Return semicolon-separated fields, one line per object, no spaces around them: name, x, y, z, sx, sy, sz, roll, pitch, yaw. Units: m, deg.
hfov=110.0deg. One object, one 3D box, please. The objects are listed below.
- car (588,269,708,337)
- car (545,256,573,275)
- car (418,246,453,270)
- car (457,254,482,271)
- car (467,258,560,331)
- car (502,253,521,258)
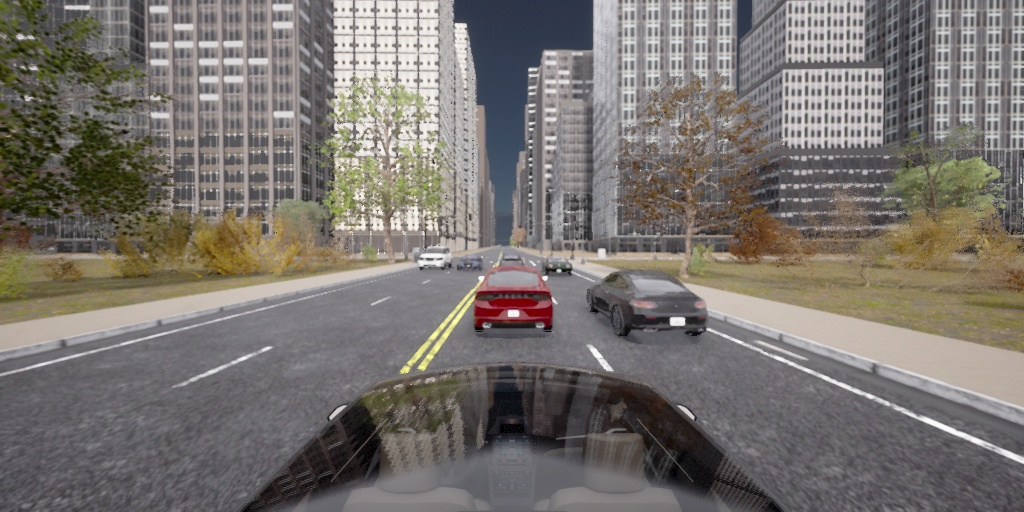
car;3.282;1.067;9.417;1.812;1.442;4.674;0;2;0
car;3.219;0.672;26.693;1.895;1.301;4.718;0;2;0
car;-6.720;0.150;32.015;2.150;2.045;5.566;0;2;0
car;-3.466;0.535;30.457;1.994;1.385;4.181;0;2;0
car;0.034;1.001;10.140;1.882;1.535;5.008;0;2;0
car;-0.034;0.539;27.575;2.128;1.511;4.902;0;1;0
